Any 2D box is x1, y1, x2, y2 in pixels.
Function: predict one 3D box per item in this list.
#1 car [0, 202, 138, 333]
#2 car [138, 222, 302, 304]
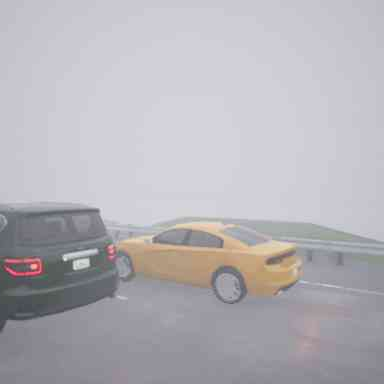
[{"bbox_3d":[-3.923,1.229,6.792,5.566,2.045,2.150,0,0,35],"label":"car"},{"bbox_3d":[0.091,1.482,8.227,5.008,1.535,1.882,0,0,35],"label":"car"}]
